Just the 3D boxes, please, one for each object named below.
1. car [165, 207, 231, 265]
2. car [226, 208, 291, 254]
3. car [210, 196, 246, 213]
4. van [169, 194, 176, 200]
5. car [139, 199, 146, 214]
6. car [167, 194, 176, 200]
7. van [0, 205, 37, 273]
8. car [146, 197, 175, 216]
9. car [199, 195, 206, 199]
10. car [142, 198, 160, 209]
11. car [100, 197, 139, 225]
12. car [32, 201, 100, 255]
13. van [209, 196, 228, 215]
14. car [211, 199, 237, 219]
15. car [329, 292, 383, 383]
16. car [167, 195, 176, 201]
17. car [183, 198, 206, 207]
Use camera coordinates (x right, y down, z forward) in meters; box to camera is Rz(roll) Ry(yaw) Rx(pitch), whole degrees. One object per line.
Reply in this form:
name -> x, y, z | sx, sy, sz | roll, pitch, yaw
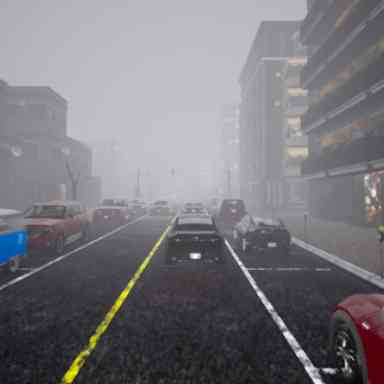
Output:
car -> 0.106, 1.516, 11.748 | 1.837, 1.490, 4.892 | 0, 1, 0
car -> 2.731, 1.561, 13.474 | 2.008, 1.369, 4.403 | 1, 0, 0
car -> 2.756, 1.332, 24.289 | 2.192, 1.841, 5.009 | 1, 0, 0
van -> -5.484, 1.398, 95.266 | 1.690, 1.788, 3.998 | 1, 0, 0
car -> -5.604, 1.463, 35.128 | 1.967, 1.590, 4.097 | 1, 0, 0
car -> -5.587, 1.595, 83.897 | 1.887, 1.381, 4.507 | 1, 0, 0
van -> -5.656, 1.347, 8.091 | 1.690, 1.788, 3.998 | 1, 0, 0
car -> -3.031, 1.527, 32.996 | 1.837, 1.490, 4.892 | 0, 0, 0
car -> 2.894, 1.497, 95.310 | 1.967, 1.590, 4.097 | 1, 0, 0
car -> -5.586, 1.581, 45.941 | 2.008, 1.369, 4.403 | 1, 0, 0
car -> -5.624, 1.332, 24.313 | 2.192, 1.841, 5.009 | 1, 0, 0
car -> -5.645, 1.325, 13.498 | 2.192, 1.841, 5.009 | 1, 0, 0
van -> 2.777, 1.365, 35.103 | 1.690, 1.788, 3.998 | 1, 0, 0
car -> 2.764, 1.460, 29.696 | 1.967, 1.590, 4.097 | 1, 0, 0
car -> 2.711, 1.443, 2.661 | 1.967, 1.590, 4.097 | 1, 0, 0
car -> -5.499, 1.598, 89.579 | 1.887, 1.381, 4.507 | 1, 0, 0
car -> 0.152, 1.567, 29.456 | 2.033, 1.411, 5.357 | 0, 0, 0
